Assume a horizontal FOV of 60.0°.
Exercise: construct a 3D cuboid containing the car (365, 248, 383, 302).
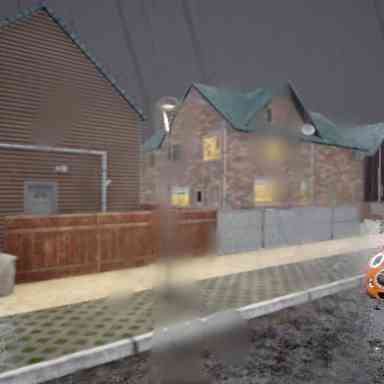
[{"bbox_3d":[5.729,1.386,7.163,4.553,1.767,2.097,0,0,-36],"label":"car"}]
